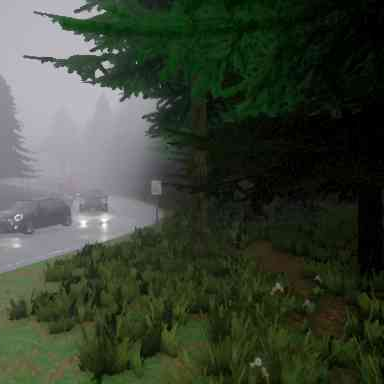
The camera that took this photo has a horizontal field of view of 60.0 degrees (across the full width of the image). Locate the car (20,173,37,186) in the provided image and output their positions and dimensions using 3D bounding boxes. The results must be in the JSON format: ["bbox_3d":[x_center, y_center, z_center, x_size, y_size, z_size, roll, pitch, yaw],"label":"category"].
[{"bbox_3d":[-25.830,-2.127,52.412,2.150,2.045,5.566,0,5,-30],"label":"car"}]

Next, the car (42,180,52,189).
[{"bbox_3d":[-18.493,-0.951,45.360,4.892,1.490,1.837,6,4,38],"label":"car"}]

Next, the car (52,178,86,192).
[{"bbox_3d":[-12.866,-0.410,36.608,5.566,2.045,2.150,7,5,44],"label":"car"}]

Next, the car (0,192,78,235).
[{"bbox_3d":[-8.522,1.140,17.788,2.097,1.767,4.553,0,2,15],"label":"car"}]

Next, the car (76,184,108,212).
[{"bbox_3d":[-8.119,0.589,27.701,2.097,1.767,4.553,0,4,-14],"label":"car"}]
